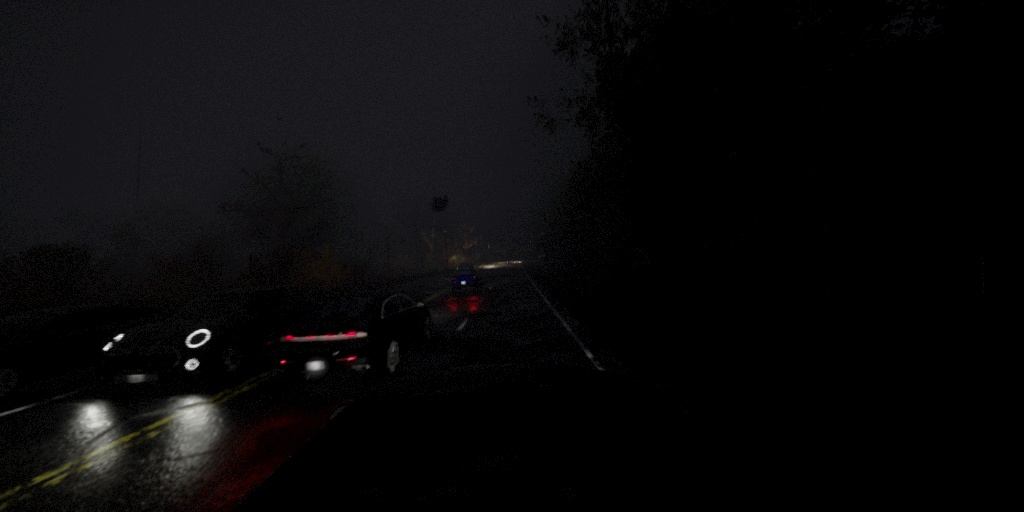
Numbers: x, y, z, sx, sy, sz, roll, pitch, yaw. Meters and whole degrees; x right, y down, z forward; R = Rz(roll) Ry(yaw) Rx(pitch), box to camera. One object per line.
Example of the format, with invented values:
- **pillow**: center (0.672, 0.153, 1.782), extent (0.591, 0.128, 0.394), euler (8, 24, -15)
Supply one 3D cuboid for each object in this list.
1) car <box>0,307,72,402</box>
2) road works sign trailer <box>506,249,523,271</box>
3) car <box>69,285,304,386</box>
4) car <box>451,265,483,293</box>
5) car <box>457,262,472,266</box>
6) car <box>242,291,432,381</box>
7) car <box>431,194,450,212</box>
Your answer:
- **car**: center (-9.871, 1.881, 7.709), extent (1.837, 1.490, 4.892), euler (-3, 0, 0)
- **road works sign trailer**: center (0.378, 0.710, 61.150), extent (2.380, 3.560, 2.880), euler (0, 0, 1)
- **car**: center (-6.617, 1.578, 8.548), extent (2.097, 1.767, 4.553), euler (-3, 0, 0)
- **car**: center (-3.116, 1.639, 25.145), extent (1.812, 1.442, 4.674), euler (-4, -3, 0)
- **car**: center (-6.350, 1.610, 48.932), extent (1.882, 1.535, 5.008), euler (0, 0, 1)
- **car**: center (-3.166, 1.556, 8.161), extent (2.128, 1.511, 4.902), euler (-3, 0, 0)
- **car**: center (-9.611, -6.928, 48.224), extent (1.837, 1.490, 4.892), euler (-19, 2, -20)
